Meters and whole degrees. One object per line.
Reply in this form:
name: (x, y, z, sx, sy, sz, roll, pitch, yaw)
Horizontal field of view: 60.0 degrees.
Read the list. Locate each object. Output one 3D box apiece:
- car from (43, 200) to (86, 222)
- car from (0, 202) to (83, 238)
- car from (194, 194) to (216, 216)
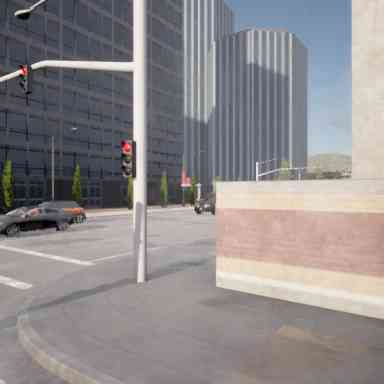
car: (-9.792, 1.408, 23.239, 2.097, 1.767, 4.553, 0, 0, 36)
car: (-8.861, 1.547, 18.303, 2.128, 1.511, 4.902, 0, 0, 32)
car: (2.485, 1.276, 34.325, 2.150, 2.045, 5.566, 0, 0, 36)
